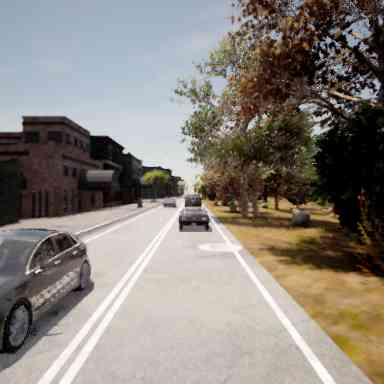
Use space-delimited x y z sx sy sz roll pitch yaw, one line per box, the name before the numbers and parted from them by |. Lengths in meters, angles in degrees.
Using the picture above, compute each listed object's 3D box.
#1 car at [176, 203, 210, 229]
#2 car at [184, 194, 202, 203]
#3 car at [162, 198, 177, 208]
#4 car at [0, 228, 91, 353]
car | 0.121 1.627 21.921 1.895 1.301 4.718 0 0 0
car | 0.148 1.263 42.719 2.150 2.045 5.566 0 0 0
car | -3.263 1.592 49.319 2.033 1.411 5.357 0 0 0
car | -3.346 1.512 6.191 1.837 1.490 4.892 0 0 0
